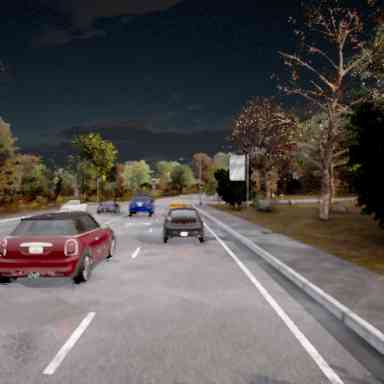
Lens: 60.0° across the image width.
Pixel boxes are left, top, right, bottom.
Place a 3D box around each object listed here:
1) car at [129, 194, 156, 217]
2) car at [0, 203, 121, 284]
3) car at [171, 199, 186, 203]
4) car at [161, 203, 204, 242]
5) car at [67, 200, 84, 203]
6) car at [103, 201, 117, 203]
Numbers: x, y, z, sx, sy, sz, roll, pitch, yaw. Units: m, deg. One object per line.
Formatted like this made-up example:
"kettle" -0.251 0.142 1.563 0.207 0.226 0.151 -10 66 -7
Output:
"car" -4.776 1.254 32.285 2.150 2.045 5.566 0 0 -3
"car" -3.675 1.360 9.821 2.097 1.767 4.553 0 0 -2
"car" -1.398 1.513 34.603 1.882 1.535 5.008 0 0 -3
"car" -0.445 1.510 16.447 1.837 1.490 4.892 0 0 -3
"car" -12.089 1.578 34.318 1.812 1.442 4.674 0 0 -3
"car" -8.594 1.612 34.536 1.994 1.385 4.181 0 0 -3
